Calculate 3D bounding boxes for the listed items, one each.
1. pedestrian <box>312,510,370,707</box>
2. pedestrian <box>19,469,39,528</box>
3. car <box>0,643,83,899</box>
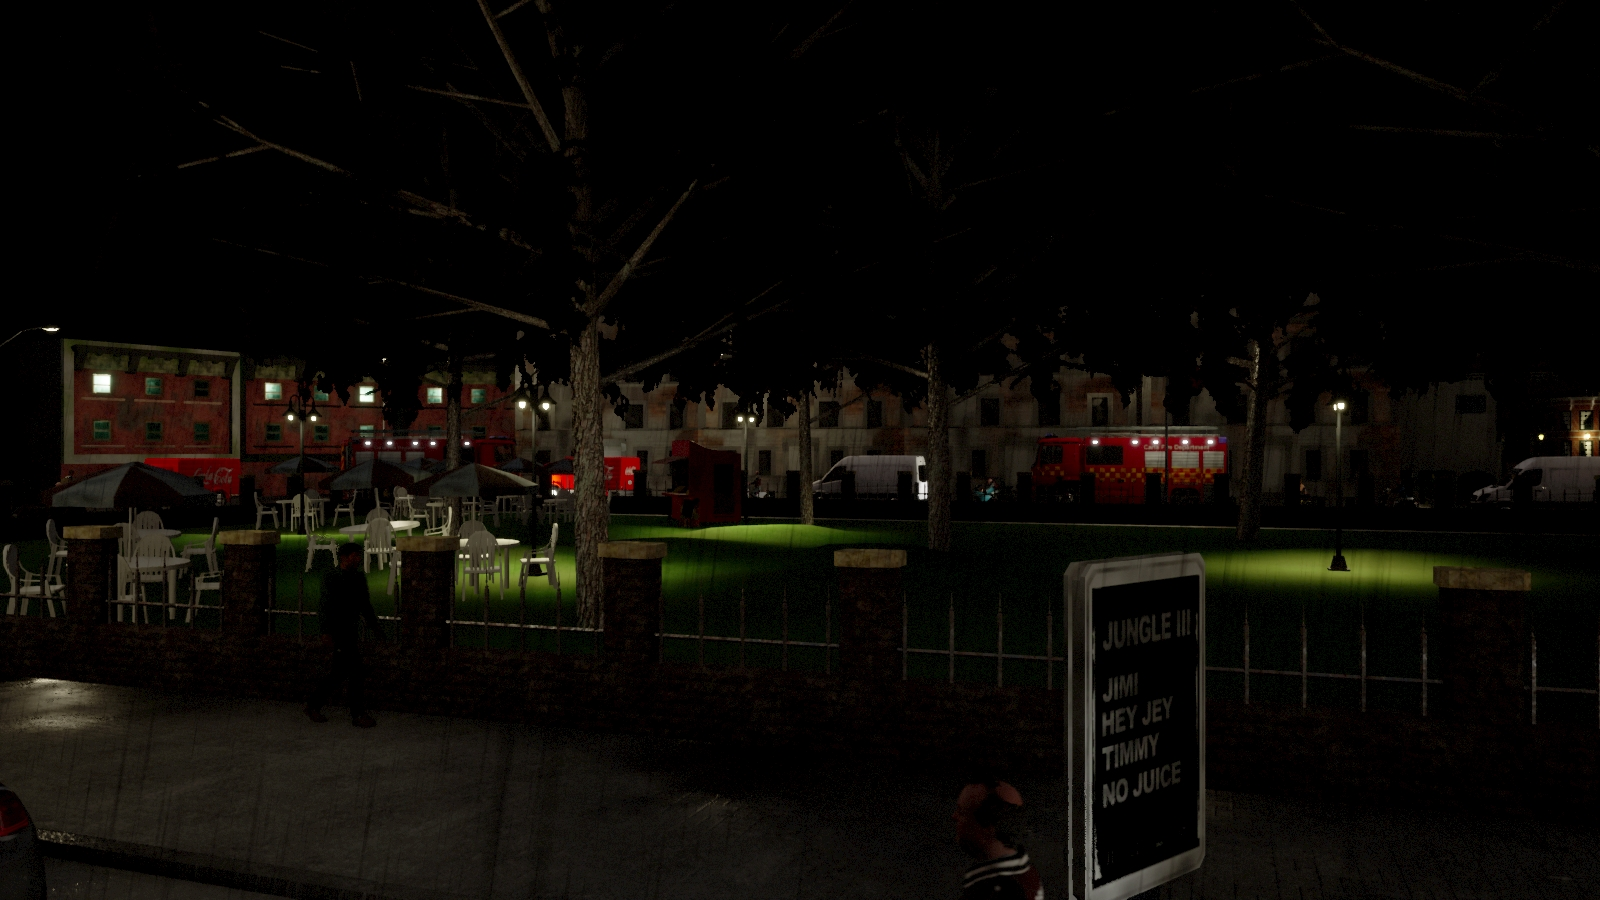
[{"bbox_3d":[-4.489,1.528,11.174,0.375,1.860,0.375,0,0,20],"label":"pedestrian"},{"bbox_3d":[-24.464,1.539,36.250,0.375,1.860,0.375,0,0,19],"label":"pedestrian"},{"bbox_3d":[-6.092,1.848,6.047,3.806,1.475,1.970,0,0,20],"label":"car"}]
